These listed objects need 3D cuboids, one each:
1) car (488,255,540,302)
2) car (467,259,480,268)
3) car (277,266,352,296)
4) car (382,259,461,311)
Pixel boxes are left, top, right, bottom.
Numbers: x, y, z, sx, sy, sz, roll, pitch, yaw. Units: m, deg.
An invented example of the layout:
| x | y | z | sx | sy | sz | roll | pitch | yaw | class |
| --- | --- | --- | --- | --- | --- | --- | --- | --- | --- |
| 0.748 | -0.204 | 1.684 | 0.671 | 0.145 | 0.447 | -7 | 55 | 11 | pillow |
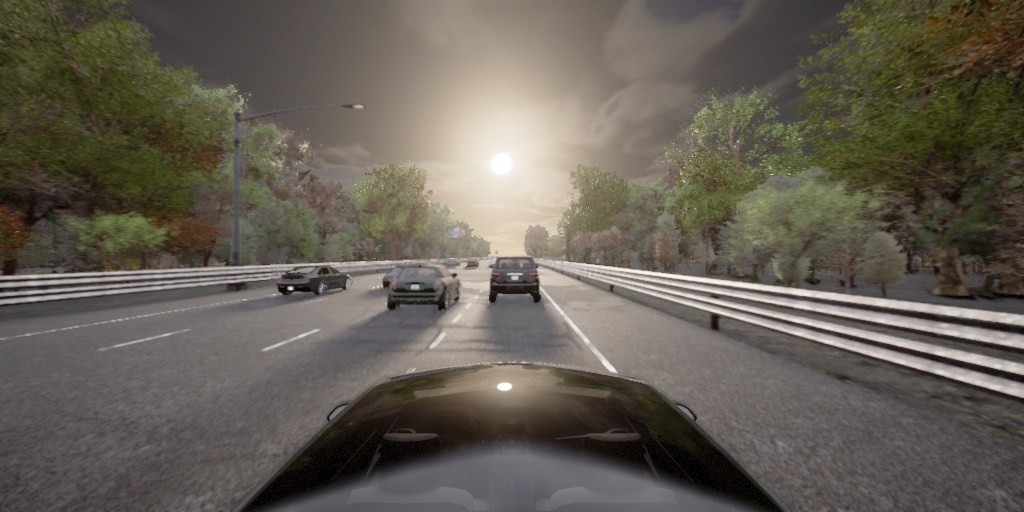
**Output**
| x | y | z | sx | sy | sz | roll | pitch | yaw | class |
| --- | --- | --- | --- | --- | --- | --- | --- | --- | --- |
| 0.124 | 0.975 | 17.152 | 2.150 | 2.045 | 5.566 | 0 | 0 | 0 | car |
| -6.624 | 1.268 | 61.839 | 1.837 | 1.490 | 4.892 | 0 | 0 | 0 | car |
| -10.366 | 1.256 | 19.226 | 1.837 | 1.490 | 4.892 | 0 | 0 | 0 | car |
| -3.380 | 1.102 | 14.658 | 2.097 | 1.767 | 4.553 | 0 | 0 | 0 | car |
